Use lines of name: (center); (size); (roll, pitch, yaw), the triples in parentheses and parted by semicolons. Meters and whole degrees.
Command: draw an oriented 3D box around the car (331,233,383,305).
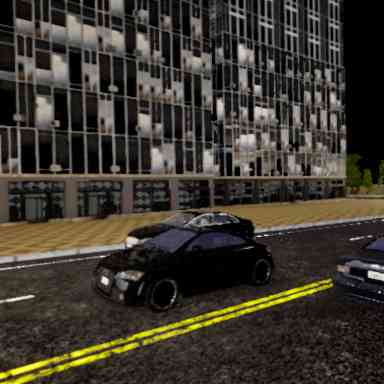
car: (5.194, 1.447, 7.150); (5.357, 1.411, 2.033); (-1, 1, -36)

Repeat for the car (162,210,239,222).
car: (0.083, 1.411, 11.692); (4.902, 1.511, 2.128); (-1, 0, -35)

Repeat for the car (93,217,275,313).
car: (-0.060, 1.512, 7.611); (4.181, 1.385, 1.994); (-1, 1, -35)
